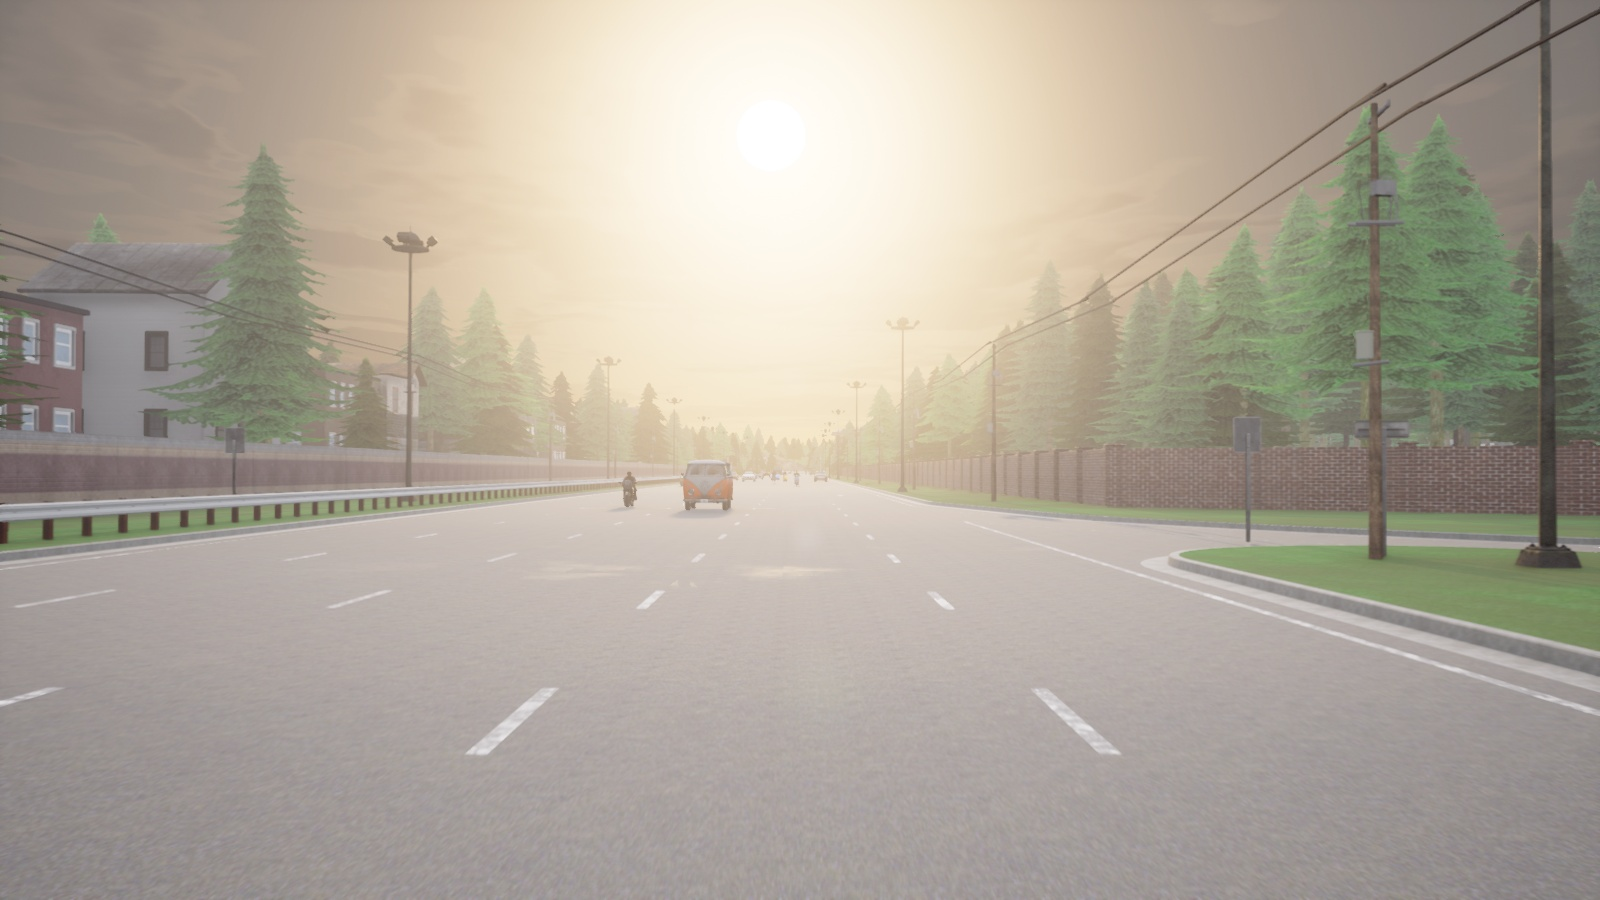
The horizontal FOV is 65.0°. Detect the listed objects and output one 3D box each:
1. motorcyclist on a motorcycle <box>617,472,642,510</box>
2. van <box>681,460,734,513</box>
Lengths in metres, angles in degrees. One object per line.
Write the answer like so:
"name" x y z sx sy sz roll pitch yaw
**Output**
"motorcyclist on a motorcycle" -7.126 1.706 52.584 0.797 1.523 2.044 0 -1 0
"van" -3.621 1.417 49.961 1.775 1.987 4.442 0 -1 0
